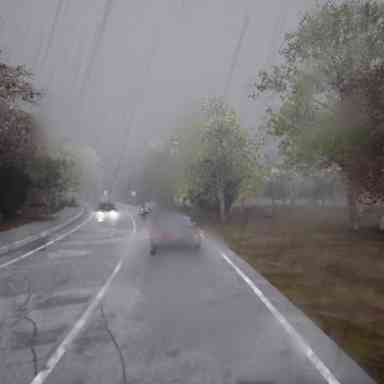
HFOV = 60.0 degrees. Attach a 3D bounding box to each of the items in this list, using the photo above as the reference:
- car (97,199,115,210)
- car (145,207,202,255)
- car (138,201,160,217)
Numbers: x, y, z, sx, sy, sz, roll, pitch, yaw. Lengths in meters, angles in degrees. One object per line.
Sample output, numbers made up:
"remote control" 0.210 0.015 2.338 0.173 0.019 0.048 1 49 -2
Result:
"car" -10.740 1.501 41.386 1.895 1.301 4.718 1 -1 -19
"car" -0.762 1.566 13.450 2.033 1.411 5.357 0 0 -6
"car" -4.068 1.574 31.858 2.033 1.411 5.357 1 0 -14
